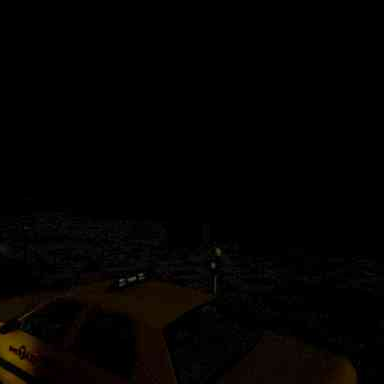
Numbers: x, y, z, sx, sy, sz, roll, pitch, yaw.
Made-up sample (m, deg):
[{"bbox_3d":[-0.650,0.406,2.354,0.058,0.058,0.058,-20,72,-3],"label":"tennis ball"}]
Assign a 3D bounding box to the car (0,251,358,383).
[{"bbox_3d":[-0.854,1.525,3.577,4.829,1.417,1.752,0,0,36],"label":"car"}]
